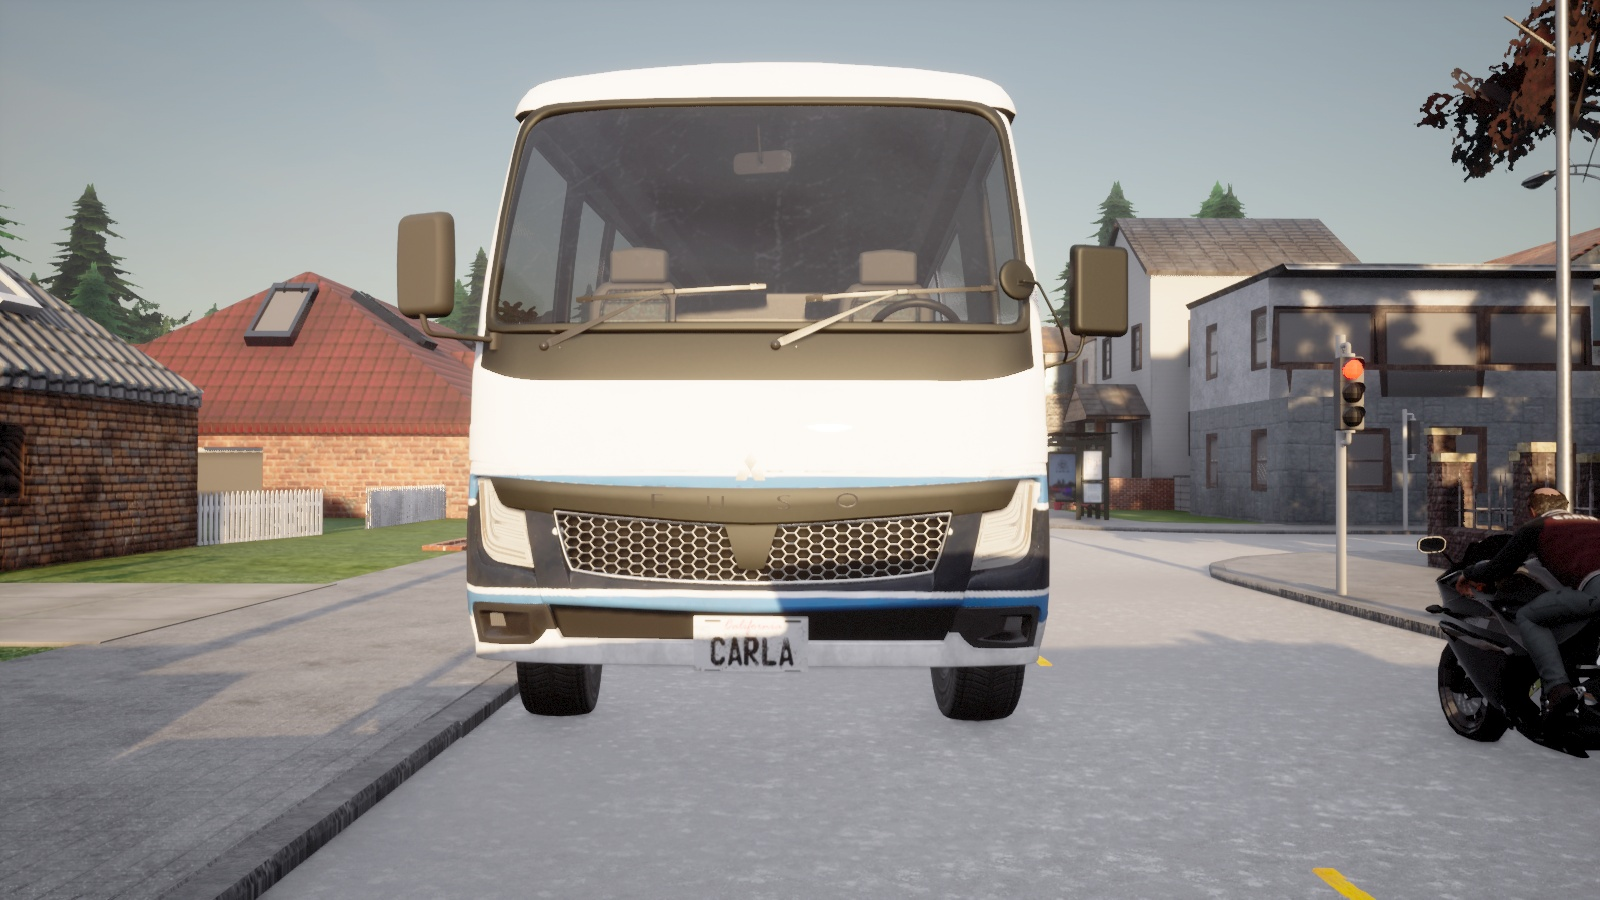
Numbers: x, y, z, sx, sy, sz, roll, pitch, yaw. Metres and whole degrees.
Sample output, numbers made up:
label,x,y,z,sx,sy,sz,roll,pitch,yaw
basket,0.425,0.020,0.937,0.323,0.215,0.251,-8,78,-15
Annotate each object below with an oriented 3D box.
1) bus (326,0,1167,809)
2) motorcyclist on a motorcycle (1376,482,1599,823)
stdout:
label,x,y,z,sx,sy,sz,roll,pitch,yaw
bus,-0.099,-0.377,11.040,3.944,4.253,10.273,0,-1,2
motorcyclist on a motorcycle,4.037,0.945,6.681,0.866,1.530,2.191,0,-1,-2
